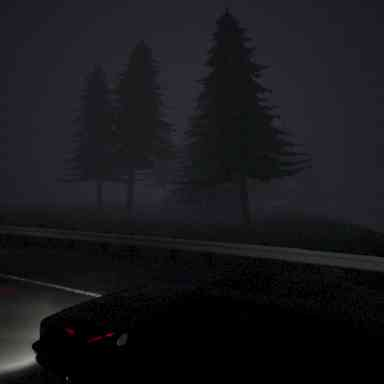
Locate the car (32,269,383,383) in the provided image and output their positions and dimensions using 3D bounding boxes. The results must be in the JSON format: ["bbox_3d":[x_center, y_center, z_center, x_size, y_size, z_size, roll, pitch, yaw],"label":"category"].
[{"bbox_3d":[0.724,1.547,3.214,5.357,1.411,2.033,0,0,34],"label":"car"}]

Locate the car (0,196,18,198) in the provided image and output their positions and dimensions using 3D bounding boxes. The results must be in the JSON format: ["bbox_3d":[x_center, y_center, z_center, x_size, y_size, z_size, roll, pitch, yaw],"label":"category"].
[{"bbox_3d":[-39.250,1.505,72.309,2.033,1.411,5.357,0,0,5],"label":"car"}]
